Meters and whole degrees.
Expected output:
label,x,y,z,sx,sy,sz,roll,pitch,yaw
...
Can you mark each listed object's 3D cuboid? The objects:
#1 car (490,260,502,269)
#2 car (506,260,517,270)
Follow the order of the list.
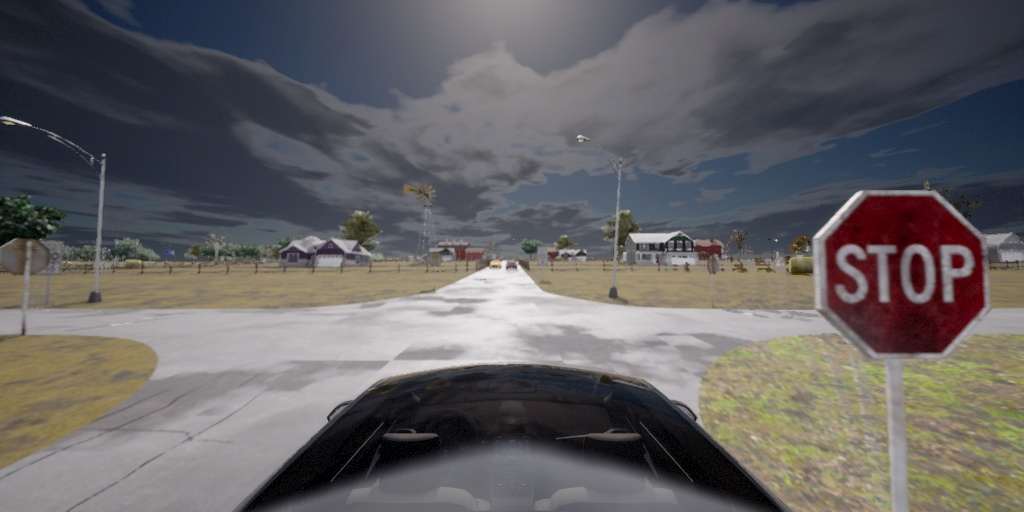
label,x,y,z,sx,sy,sz,roll,pitch,yaw
car,-2.834,1.464,62.671,1.882,1.535,5.008,0,0,0
car,-0.078,1.579,58.108,1.895,1.301,4.718,0,0,0
